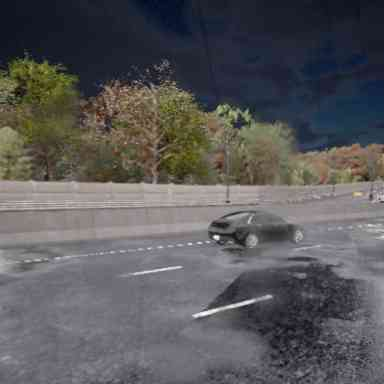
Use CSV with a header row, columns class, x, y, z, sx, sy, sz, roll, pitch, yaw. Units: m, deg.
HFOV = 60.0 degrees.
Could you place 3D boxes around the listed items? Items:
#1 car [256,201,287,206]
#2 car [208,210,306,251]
class,x,y,z,sx,sy,sz,roll,pitch,yaw
car,7.109,1.614,30.498,4.892,1.490,1.837,1,0,-35
car,2.942,1.553,14.445,4.892,1.490,1.837,0,0,-36
